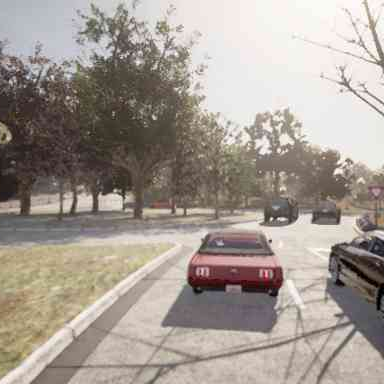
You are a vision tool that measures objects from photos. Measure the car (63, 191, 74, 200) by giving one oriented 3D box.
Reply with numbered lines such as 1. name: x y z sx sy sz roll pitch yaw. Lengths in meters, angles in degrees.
1. car: -32.489 1.287 85.483 1.946 1.575 5.366 0 2 -12

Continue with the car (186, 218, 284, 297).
1. car: 1.132 1.583 8.586 1.895 1.301 4.718 0 0 8

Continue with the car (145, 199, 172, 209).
1. car: -4.991 2.045 55.862 4.553 1.767 2.097 0 -1 25

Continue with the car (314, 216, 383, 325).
1. car: 4.087 1.468 6.372 2.128 1.511 4.902 0 0 7

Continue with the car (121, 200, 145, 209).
1. car: -10.154 2.244 59.533 4.902 1.511 2.128 0 -1 -1

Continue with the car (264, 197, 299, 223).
1. car: 7.456 1.423 27.554 2.150 2.045 5.566 0 -1 24

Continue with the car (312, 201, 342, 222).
1. car: 11.532 1.571 28.288 2.097 1.767 4.553 0 -1 26
